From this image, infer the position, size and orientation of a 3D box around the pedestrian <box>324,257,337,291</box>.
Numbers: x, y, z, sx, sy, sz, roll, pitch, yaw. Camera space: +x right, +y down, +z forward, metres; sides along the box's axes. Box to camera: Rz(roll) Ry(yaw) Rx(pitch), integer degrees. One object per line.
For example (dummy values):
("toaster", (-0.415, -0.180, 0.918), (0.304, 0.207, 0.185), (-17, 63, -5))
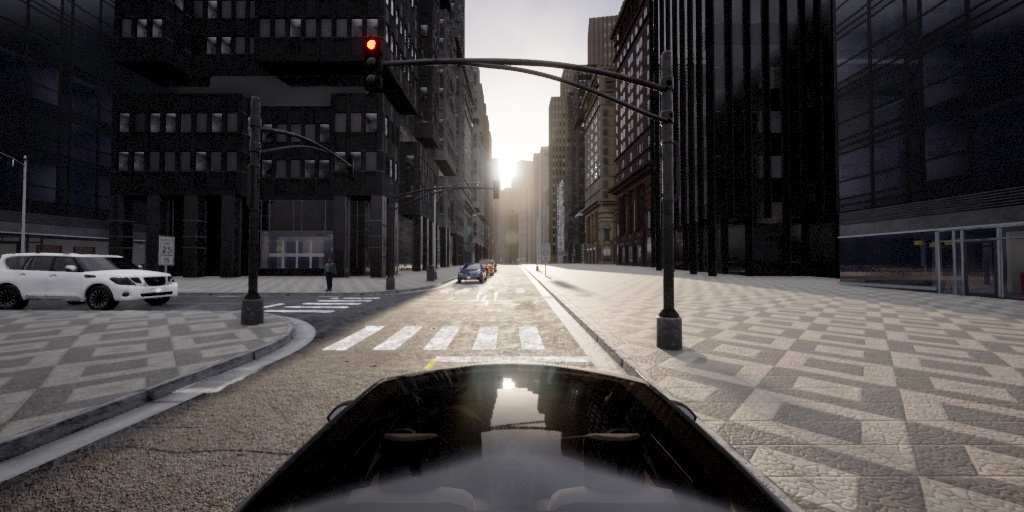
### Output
("pedestrian", (-9.972, 0.974, 19.591), (0.375, 1.860, 0.375), (0, -1, 0))

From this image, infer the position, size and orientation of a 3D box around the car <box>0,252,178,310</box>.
("car", (-15.881, 0.907, 13.399), (5.566, 2.045, 2.150), (0, -1, 2))

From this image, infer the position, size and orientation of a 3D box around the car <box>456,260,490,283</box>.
("car", (-3.050, 1.289, 28.235), (1.812, 1.442, 4.674), (0, 0, 2))

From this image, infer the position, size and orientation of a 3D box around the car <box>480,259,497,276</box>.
("car", (-3.028, 1.137, 38.240), (2.097, 1.767, 4.553), (0, 0, 0))
